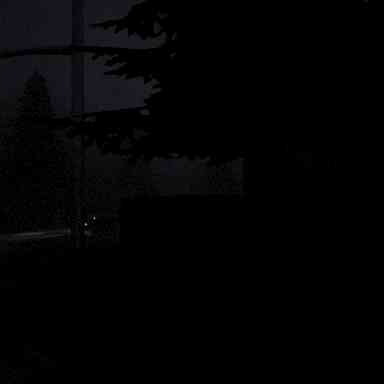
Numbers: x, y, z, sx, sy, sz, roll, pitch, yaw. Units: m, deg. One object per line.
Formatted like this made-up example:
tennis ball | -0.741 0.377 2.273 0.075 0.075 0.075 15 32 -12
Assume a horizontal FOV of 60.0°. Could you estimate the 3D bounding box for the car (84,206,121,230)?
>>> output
car | -4.971 1.586 21.363 1.895 1.301 4.718 0 0 36
